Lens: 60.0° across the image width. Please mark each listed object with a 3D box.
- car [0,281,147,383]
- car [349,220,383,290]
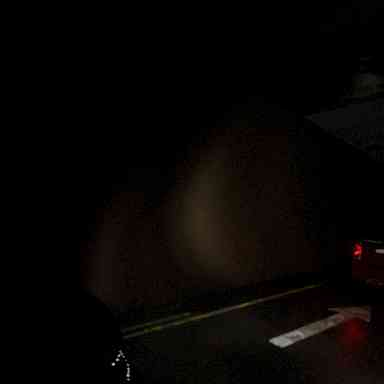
[{"bbox_3d":[-2.986,1.218,1.656,5.566,2.045,2.150,0,0,-35],"label":"car"},{"bbox_3d":[5.790,1.369,7.902,4.553,1.767,2.097,0,0,-35],"label":"car"}]
